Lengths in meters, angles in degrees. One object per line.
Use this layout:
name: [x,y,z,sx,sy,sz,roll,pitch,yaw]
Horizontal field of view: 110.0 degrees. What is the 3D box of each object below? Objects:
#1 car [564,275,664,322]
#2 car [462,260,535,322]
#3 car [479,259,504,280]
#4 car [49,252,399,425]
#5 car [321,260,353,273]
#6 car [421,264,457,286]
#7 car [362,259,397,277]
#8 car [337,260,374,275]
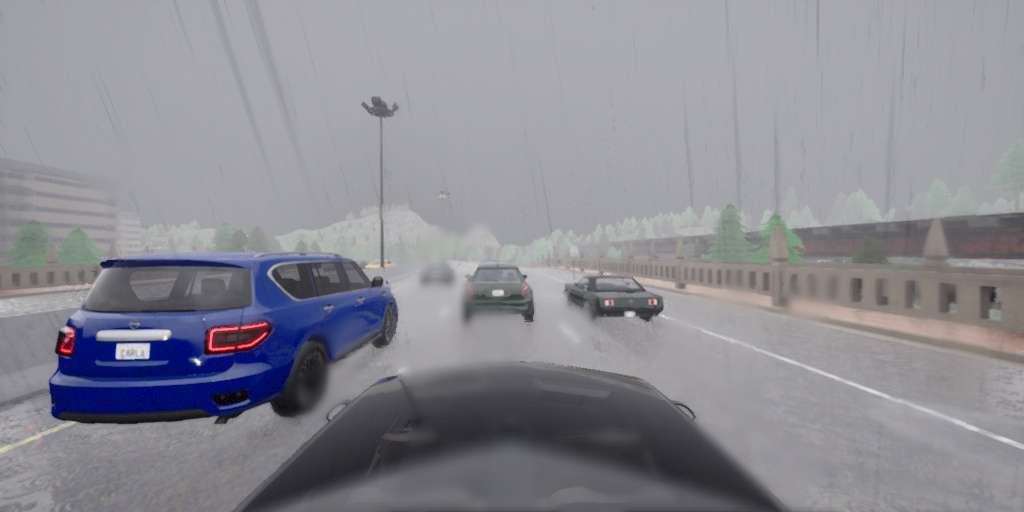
car: [3.047,1.271,11.887,1.895,1.301,4.718,0,0,-4]
car: [-0.504,1.039,12.175,2.097,1.767,4.553,0,0,-3]
car: [-1.787,1.063,30.360,1.882,1.535,5.008,0,0,-4]
car: [-3.625,0.961,6.006,2.150,2.045,5.566,0,0,-2]
car: [-20.374,1.173,41.946,1.994,1.385,4.181,0,0,-4]
car: [-4.831,1.202,24.009,1.994,1.385,4.181,0,0,-4]
car: [-12.859,1.090,35.105,1.882,1.535,5.008,0,0,-4]
car: [-16.607,1.159,38.383,2.033,1.411,5.357,0,0,-4]
